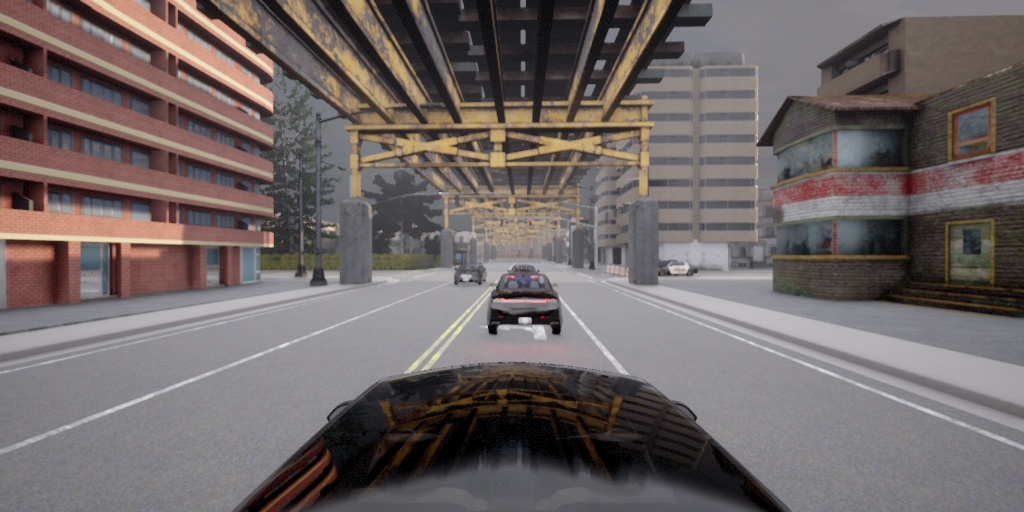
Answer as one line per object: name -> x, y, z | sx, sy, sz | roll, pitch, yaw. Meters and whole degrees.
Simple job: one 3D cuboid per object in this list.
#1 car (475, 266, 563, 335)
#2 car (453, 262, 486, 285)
car -> 0.341, 1.223, 10.448 | 2.128, 1.511, 4.902 | 0, 0, 1
car -> -2.829, 1.211, 25.080 | 2.128, 1.511, 4.902 | 0, 0, 2
